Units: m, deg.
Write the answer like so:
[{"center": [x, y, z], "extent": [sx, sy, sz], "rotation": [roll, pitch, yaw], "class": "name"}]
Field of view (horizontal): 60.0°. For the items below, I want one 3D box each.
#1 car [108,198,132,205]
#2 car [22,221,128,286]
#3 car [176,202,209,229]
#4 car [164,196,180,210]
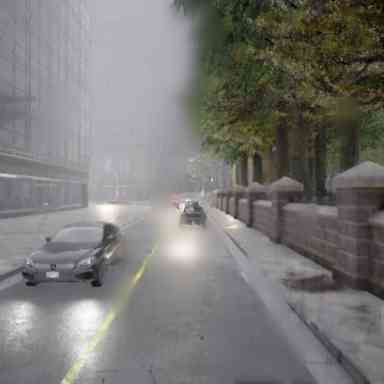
[{"center": [-14.920, 1.957, 68.824], "extent": [4.829, 1.417, 1.752], "rotation": [1, -1, 0], "class": "car"}, {"center": [-3.101, 1.614, 9.797], "extent": [1.812, 1.442, 4.674], "rotation": [0, 0, 1], "class": "car"}, {"center": [0.103, 1.710, 23.241], "extent": [1.837, 1.490, 4.892], "rotation": [0, 0, 0], "class": "car"}, {"center": [-3.055, 1.643, 51.264], "extent": [2.150, 2.045, 5.566], "rotation": [0, 0, 0], "class": "car"}]
